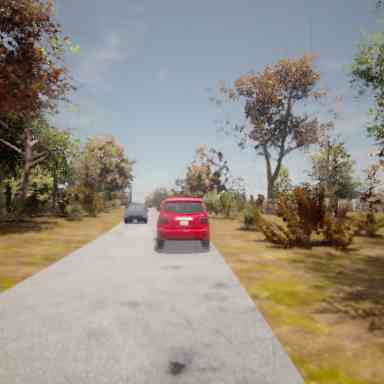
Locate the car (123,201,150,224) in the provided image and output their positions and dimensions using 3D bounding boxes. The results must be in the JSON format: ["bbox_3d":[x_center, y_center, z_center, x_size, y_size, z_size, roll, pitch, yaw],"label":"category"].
[{"bbox_3d":[-4.405,1.729,26.741,2.033,1.411,5.357,0,-1,-6],"label":"car"}]

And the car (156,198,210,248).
[{"bbox_3d":[-0.465,1.290,15.271,2.150,2.045,5.566,0,0,-4],"label":"car"}]

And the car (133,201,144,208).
[{"bbox_3d":[-10.812,2.571,66.939,1.994,1.385,4.181,0,-2,-10],"label":"car"}]

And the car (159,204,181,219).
[{"bbox_3d":[-2.246,1.889,33.237,1.895,1.301,4.718,0,-1,-8],"label":"car"}]
